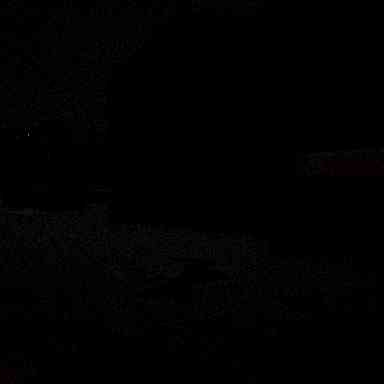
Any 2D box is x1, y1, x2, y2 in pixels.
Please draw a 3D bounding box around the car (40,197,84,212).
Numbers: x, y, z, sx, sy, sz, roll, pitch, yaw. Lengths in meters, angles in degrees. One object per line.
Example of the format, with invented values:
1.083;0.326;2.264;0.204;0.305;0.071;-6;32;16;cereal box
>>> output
-14.705;1.348;37.855;1.882;1.535;5.008;0;0;36;car
